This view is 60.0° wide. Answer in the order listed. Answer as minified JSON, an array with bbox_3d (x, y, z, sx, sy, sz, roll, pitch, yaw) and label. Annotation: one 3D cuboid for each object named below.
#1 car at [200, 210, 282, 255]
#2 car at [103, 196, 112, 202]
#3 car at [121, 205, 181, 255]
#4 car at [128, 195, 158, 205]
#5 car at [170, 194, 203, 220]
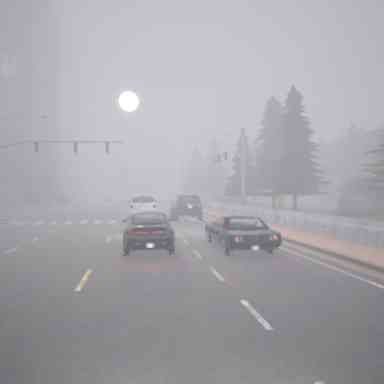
[{"bbox_3d":[1.800,1.586,13.341,1.895,1.301,4.718,0,0,-9],"label":"car"},{"bbox_3d":[-19.552,1.615,76.969,2.128,1.511,4.902,0,0,-19],"label":"car"},{"bbox_3d":[-1.750,1.512,13.396,1.837,1.490,4.892,0,0,-9],"label":"car"},{"bbox_3d":[-3.906,1.232,26.559,2.150,2.045,5.566,0,0,-9],"label":"car"},{"bbox_3d":[-0.530,1.217,27.637,2.150,2.045,5.566,0,0,-9],"label":"car"}]
